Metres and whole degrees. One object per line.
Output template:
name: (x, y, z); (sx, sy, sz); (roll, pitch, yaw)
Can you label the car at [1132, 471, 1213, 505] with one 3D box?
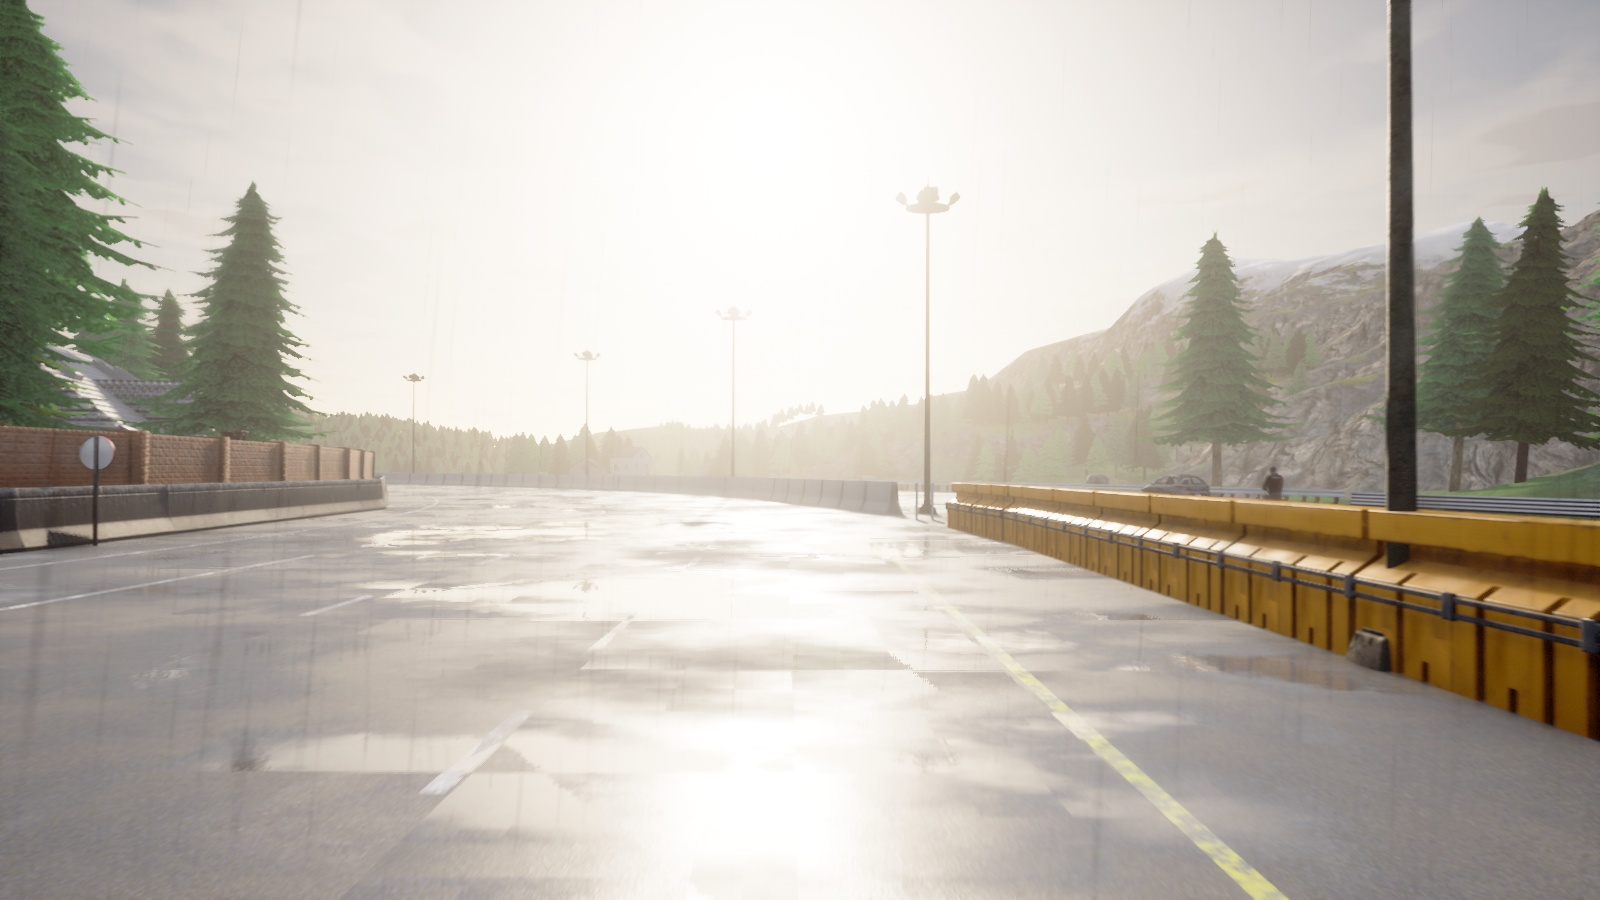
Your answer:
car: (17.259, 1.736, 58.355); (1.816, 1.474, 4.193); (0, -1, -12)
